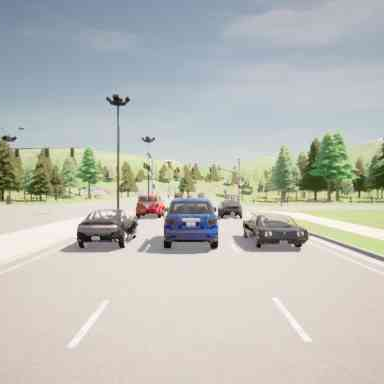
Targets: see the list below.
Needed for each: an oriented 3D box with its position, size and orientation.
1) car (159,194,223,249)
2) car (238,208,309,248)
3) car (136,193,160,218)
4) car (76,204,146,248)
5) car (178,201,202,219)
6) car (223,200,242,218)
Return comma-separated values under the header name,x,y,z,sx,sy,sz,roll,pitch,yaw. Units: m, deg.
name,x,y,z,sx,sy,sz,roll,pitch,yaw
car,-0.054,1.257,14.717,2.150,2.045,5.566,0,0,0
car,3.446,1.615,14.740,1.895,1.301,4.718,0,0,0
car,-3.652,1.257,29.694,2.150,2.045,5.566,0,0,0
car,-3.554,1.494,14.665,2.128,1.511,4.902,0,0,0
car,-0.152,1.571,29.687,1.994,1.385,4.181,0,0,0
car,3.348,1.515,29.710,1.837,1.490,4.892,0,0,0
